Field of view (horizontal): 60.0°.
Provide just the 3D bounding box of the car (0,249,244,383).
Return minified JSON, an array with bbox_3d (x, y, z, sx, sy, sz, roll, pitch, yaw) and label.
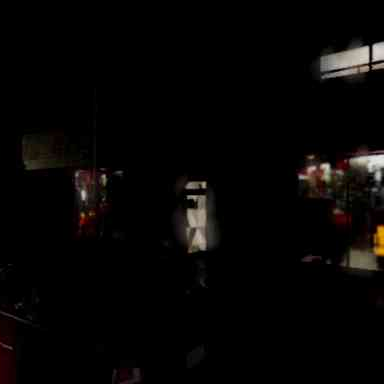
[{"bbox_3d":[-1.548,1.424,3.986,4.097,1.590,1.967,0,0,35],"label":"car"}]
